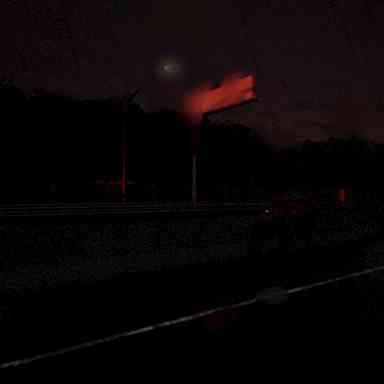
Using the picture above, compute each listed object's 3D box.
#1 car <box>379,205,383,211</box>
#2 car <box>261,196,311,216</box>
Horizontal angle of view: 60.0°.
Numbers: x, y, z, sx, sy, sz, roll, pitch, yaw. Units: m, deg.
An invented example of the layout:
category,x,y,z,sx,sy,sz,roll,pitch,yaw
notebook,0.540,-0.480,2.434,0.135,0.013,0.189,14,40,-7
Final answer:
category,x,y,z,sx,sy,sz,roll,pitch,yaw
car,22.985,1.882,37.548,4.892,1.490,1.837,1,-1,-35
car,9.126,1.443,31.993,5.566,2.045,2.150,1,0,-35
